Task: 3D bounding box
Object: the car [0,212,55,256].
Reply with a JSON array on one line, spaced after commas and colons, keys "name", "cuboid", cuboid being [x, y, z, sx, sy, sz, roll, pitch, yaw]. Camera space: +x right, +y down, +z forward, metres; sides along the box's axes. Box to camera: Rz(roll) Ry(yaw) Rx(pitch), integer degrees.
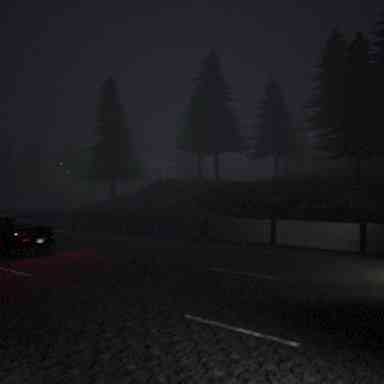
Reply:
[{"name": "car", "cuboid": [-7.480, 1.642, 13.621, 4.674, 1.442, 1.812, -1, 0, 35]}]
